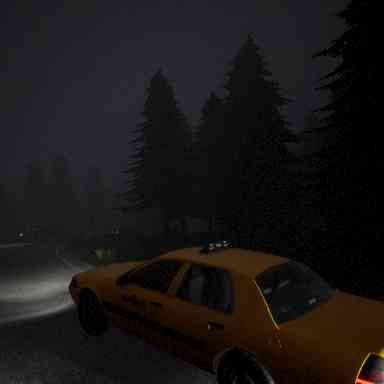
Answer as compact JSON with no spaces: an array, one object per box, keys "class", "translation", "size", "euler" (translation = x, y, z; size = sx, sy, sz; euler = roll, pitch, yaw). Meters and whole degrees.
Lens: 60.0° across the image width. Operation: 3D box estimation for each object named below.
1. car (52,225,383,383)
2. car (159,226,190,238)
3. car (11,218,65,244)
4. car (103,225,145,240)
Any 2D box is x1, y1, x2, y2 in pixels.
[{"class":"car","translation":[0.125,1.441,4.751],"size":[5.366,1.575,1.801],"euler":[0,1,43]},{"class":"car","translation":[-2.309,5.544,46.279],"size":[1.882,1.535,5.008],"euler":[-5,-8,30]},{"class":"car","translation":[-12.736,3.227,28.163],"size":[2.150,2.045,5.566],"euler":[-4,-7,7]},{"class":"car","translation":[-7.433,4.510,36.974],"size":[2.033,1.411,5.357],"euler":[-4,-8,20]}]
